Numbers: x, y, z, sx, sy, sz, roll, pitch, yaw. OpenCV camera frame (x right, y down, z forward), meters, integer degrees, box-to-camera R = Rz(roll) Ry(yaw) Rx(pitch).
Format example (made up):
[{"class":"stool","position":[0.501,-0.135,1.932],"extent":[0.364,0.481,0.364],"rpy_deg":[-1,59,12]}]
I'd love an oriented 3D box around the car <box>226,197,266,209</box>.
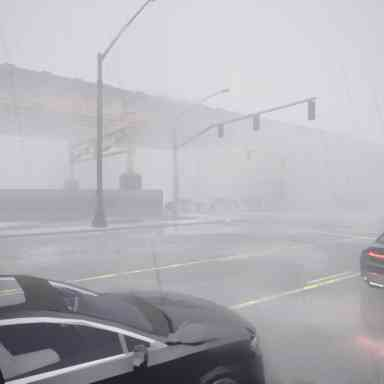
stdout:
[{"class":"car","position":[7.185,1.452,44.463],"extent":[4.974,1.542,2.038],"rpy_deg":[0,0,-7]}]

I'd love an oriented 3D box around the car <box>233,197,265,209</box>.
[{"class":"car","position":[7.133,1.294,44.457],"extent":[4.536,1.218,1.853],"rpy_deg":[0,0,-7]}]

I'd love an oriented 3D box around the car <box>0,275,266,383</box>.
[{"class":"car","position":[-1.495,1.491,2.688],"extent":[4.902,1.511,2.128],"rpy_deg":[0,0,-35]}]

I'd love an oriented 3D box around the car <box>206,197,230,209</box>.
[{"class":"car","position":[3.279,1.295,40.765],"extent":[1.853,1.218,4.536],"rpy_deg":[0,0,18]}]

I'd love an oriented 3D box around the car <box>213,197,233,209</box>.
[{"class":"car","position":[3.263,1.452,40.715],"extent":[2.038,1.542,4.974],"rpy_deg":[0,0,18]}]

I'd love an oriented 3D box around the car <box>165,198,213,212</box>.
[{"class":"car","position":[-0.490,1.452,38.042],"extent":[4.974,1.542,2.038],"rpy_deg":[0,0,8]}]

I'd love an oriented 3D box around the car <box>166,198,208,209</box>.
[{"class":"car","position":[-0.542,1.295,38.049],"extent":[4.536,1.218,1.853],"rpy_deg":[0,0,8]}]

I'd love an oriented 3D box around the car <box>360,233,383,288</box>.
[{"class":"car","position":[5.937,1.504,7.970],"extent":[4.892,1.490,1.837],"rpy_deg":[0,0,-35]}]
